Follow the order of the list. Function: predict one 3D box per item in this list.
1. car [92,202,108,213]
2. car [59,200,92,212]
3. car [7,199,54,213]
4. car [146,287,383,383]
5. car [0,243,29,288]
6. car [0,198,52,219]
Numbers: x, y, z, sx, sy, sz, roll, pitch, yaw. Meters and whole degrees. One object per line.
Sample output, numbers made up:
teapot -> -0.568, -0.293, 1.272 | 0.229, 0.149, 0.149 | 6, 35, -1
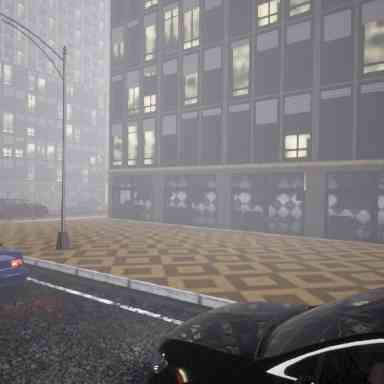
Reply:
car -> -9.233, 1.829, 40.156 | 1.752, 1.417, 4.829 | 1, 0, 37
car -> -14.316, 1.752, 43.007 | 2.033, 1.411, 5.357 | 1, 0, 37
car -> -19.528, 1.642, 40.339 | 1.752, 1.417, 4.829 | 1, 0, 37
car -> 1.825, 1.505, 2.381 | 4.892, 1.490, 1.837 | 0, 0, 35
car -> -6.096, 1.543, 8.051 | 5.357, 1.411, 2.033 | 0, 0, 36
car -> -16.049, 1.519, 30.957 | 2.192, 1.841, 5.009 | 1, 0, 37
